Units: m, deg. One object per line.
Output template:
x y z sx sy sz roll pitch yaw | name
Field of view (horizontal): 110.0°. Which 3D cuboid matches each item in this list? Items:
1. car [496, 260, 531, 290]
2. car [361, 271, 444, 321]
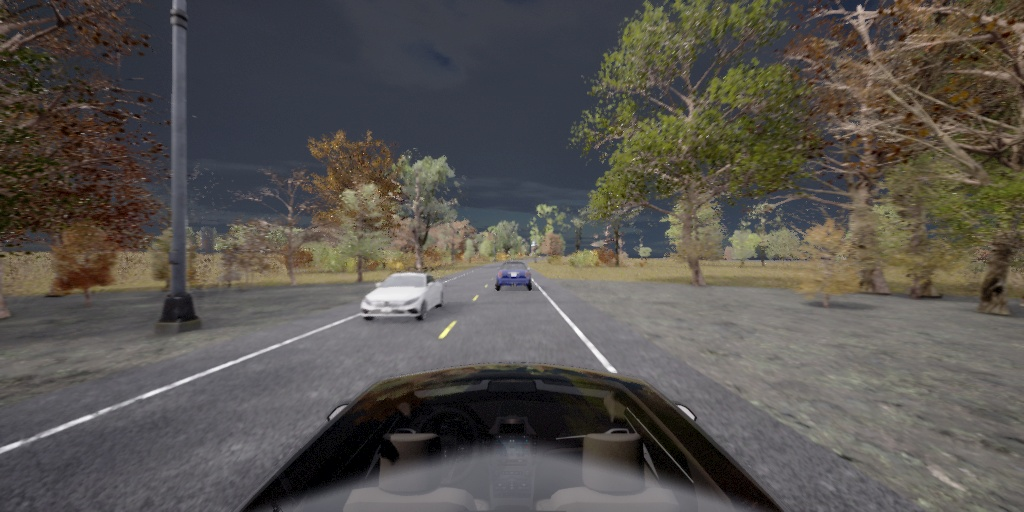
0.108 1.131 23.085 2.097 1.767 4.553 0 0 0 | car
-3.589 1.291 12.600 1.812 1.442 4.674 0 0 0 | car
